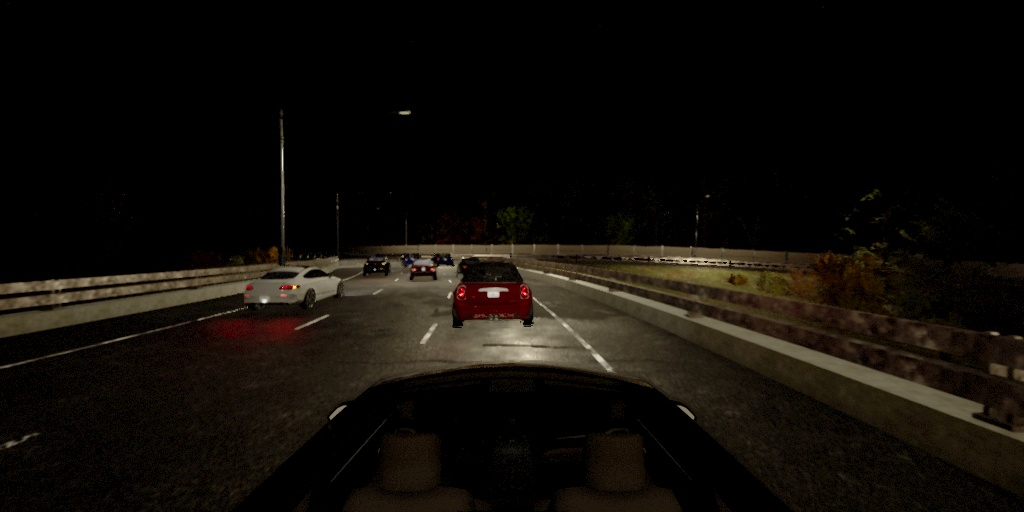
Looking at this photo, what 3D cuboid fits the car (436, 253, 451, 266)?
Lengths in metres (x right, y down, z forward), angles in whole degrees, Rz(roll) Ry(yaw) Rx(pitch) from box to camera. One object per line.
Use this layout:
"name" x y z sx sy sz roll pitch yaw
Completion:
"car" -8.583 0.401 43.882 2.097 1.767 4.553 -1 1 -22

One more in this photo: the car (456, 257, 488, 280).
"car" -3.086 0.853 26.905 1.812 1.442 4.674 0 1 -13

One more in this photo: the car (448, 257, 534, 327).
"car" -0.635 0.943 11.028 2.097 1.767 4.553 0 1 -5

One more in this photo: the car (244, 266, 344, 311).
"car" -7.893 1.096 13.353 1.812 1.442 4.674 0 1 -6

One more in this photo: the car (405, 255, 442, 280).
"car" -6.439 0.896 26.133 2.033 1.411 5.357 0 1 -14

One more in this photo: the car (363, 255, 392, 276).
"car" -10.920 0.795 29.288 2.128 1.511 4.902 0 1 -15

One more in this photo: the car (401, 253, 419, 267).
"car" -12.247 0.415 43.612 2.097 1.767 4.553 -1 1 -22
